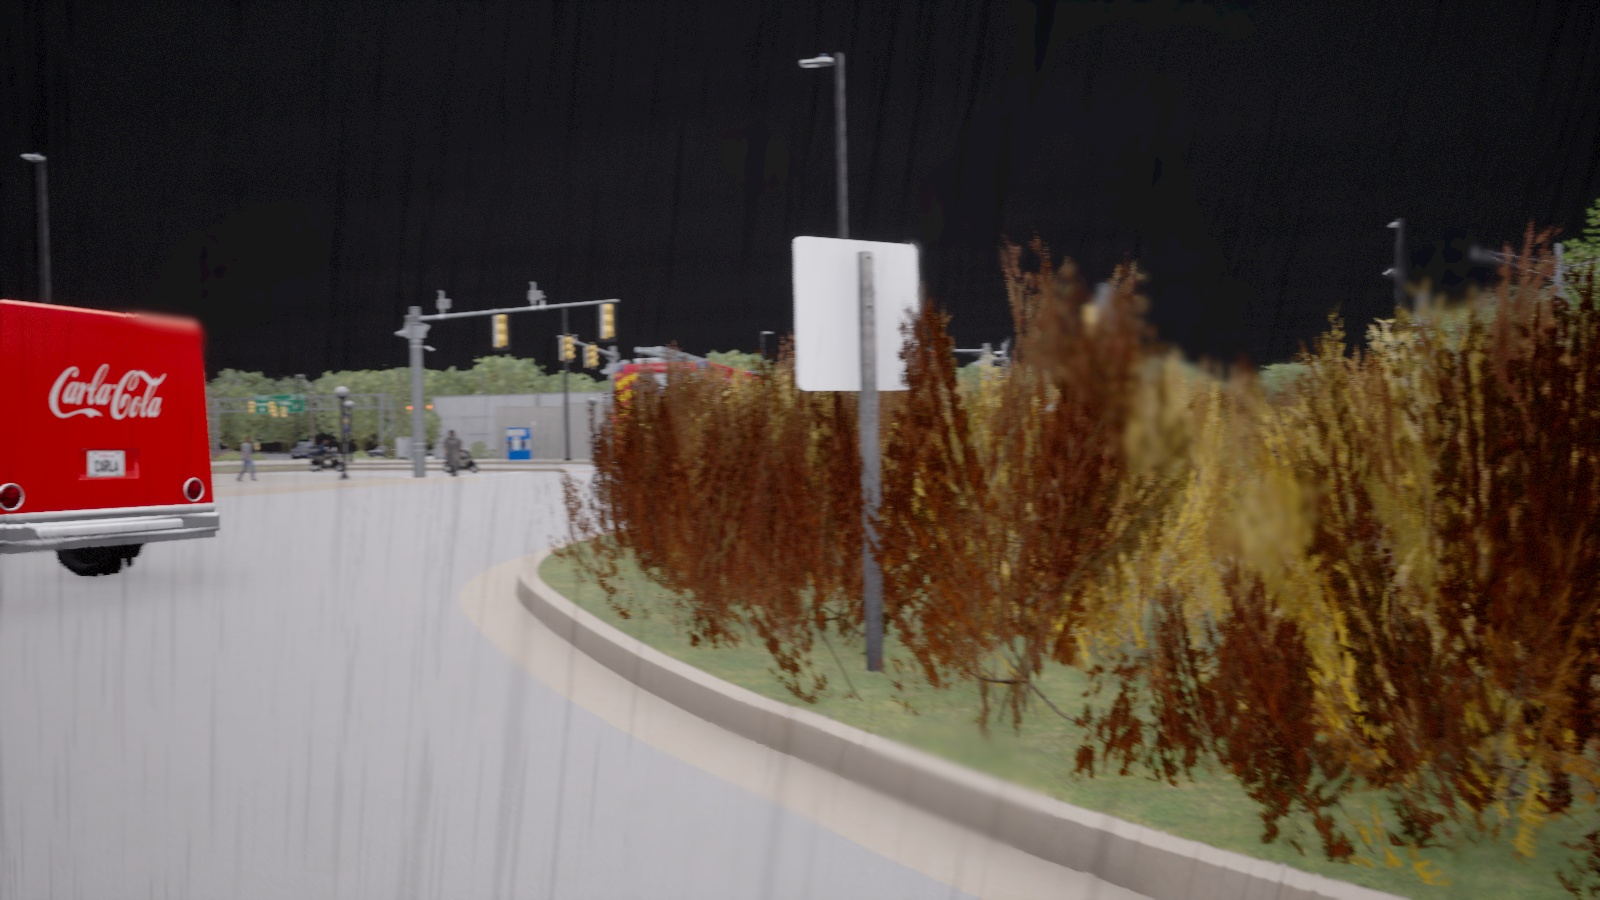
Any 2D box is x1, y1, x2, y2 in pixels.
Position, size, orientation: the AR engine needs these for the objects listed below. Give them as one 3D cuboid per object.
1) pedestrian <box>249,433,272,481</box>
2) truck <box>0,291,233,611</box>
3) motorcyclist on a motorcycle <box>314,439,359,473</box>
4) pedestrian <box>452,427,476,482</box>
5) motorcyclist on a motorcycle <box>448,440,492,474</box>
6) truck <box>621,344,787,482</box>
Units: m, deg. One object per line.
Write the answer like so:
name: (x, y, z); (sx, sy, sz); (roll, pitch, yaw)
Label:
pedestrian: (-21.159, 0.273, 49.257); (0.706, 1.836, 0.354); (-1, 1, 9)
truck: (-8.279, 0.020, 11.542); (5.204, 2.467, 2.627); (0, 0, 19)
motorcyclist on a motorcycle: (-22.428, 0.282, 60.792); (1.817, 1.590, 0.866); (0, 1, 8)
pedestrian: (-12.165, 0.148, 45.451); (0.659, 1.952, 0.873); (-2, 1, -22)
motorcyclist on a motorcycle: (-15.702, 0.323, 59.831); (1.817, 1.590, 0.866); (0, 1, 7)
truck: (-2.768, -1.003, 39.491); (2.891, 3.827, 8.468); (-1, -1, 12)
